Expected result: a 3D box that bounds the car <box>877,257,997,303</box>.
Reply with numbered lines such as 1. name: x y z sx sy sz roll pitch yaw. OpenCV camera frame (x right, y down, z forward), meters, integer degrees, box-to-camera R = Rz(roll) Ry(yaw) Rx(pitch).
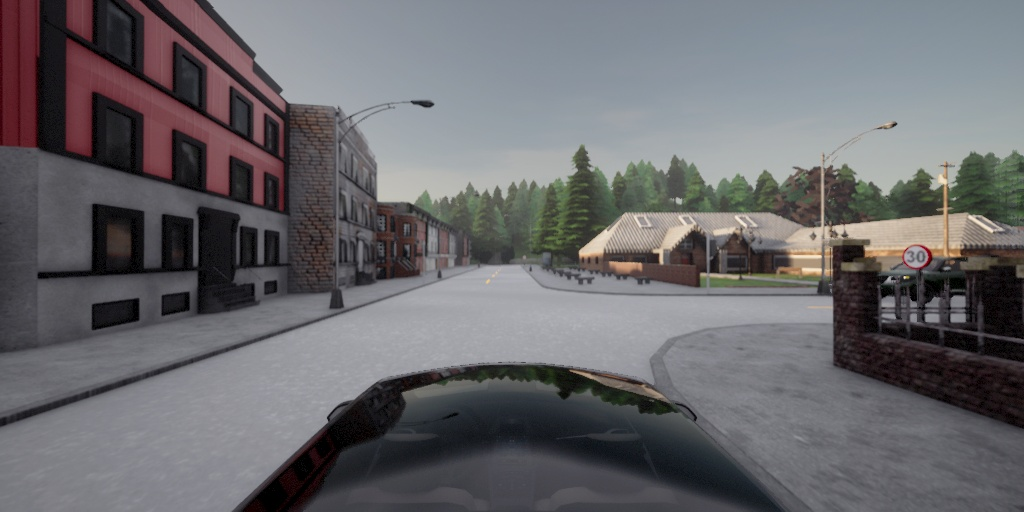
1. car: 19.601 1.047 16.613 5.566 2.045 2.150 0 0 0
